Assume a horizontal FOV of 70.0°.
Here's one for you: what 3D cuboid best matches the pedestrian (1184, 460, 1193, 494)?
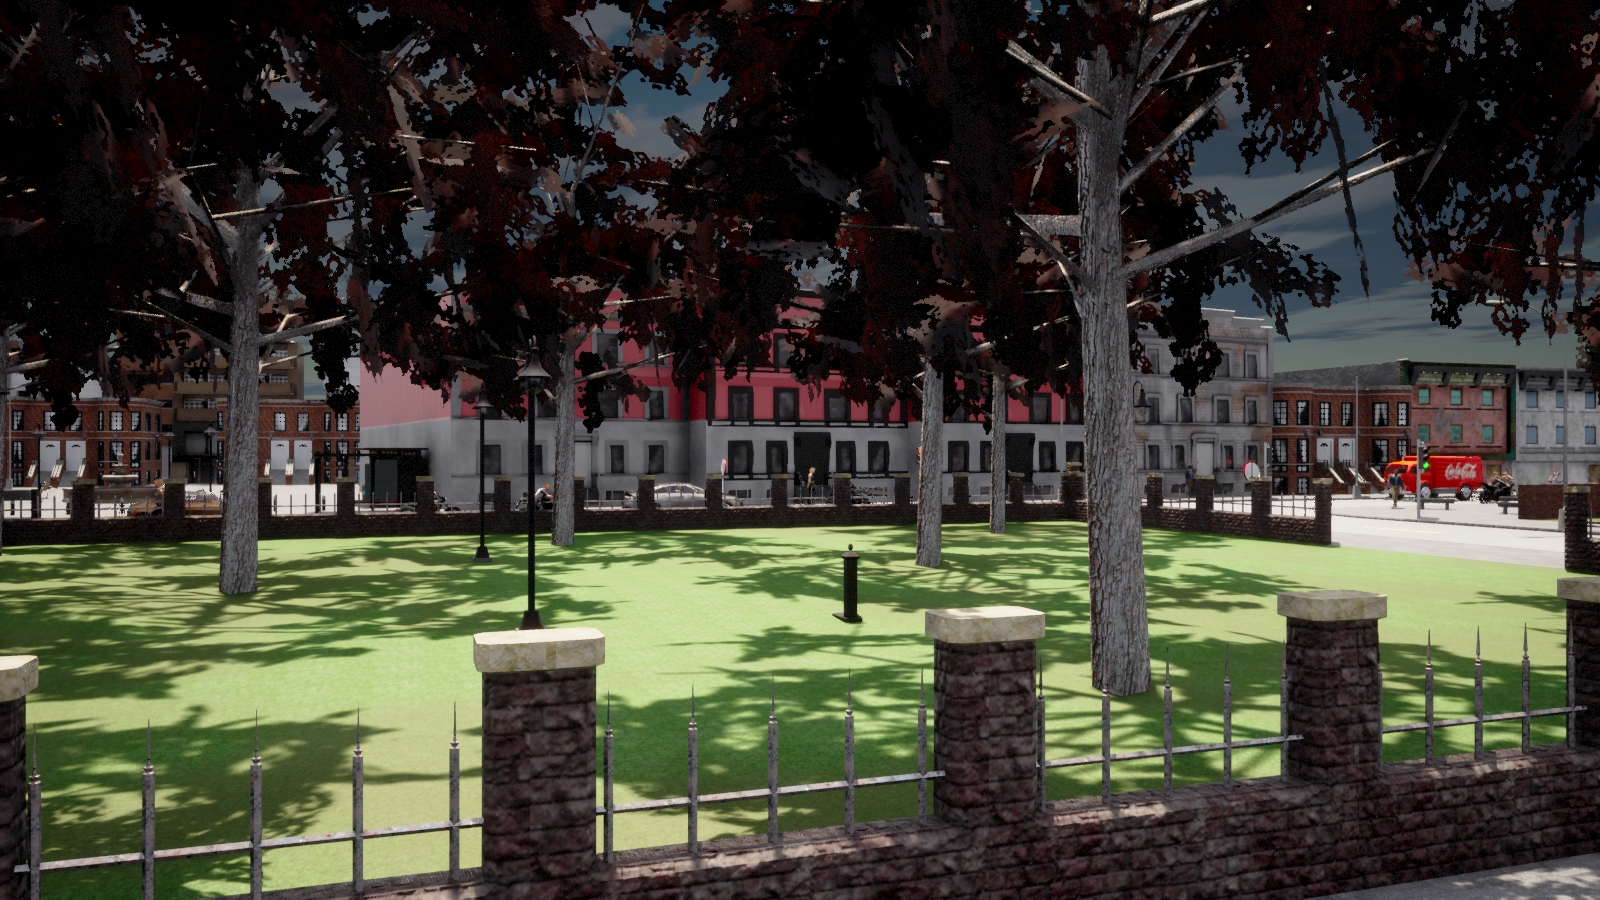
[{"bbox_3d":[21.853,1.523,64.274,0.375,1.860,0.375,0,0,-18],"label":"pedestrian"}]

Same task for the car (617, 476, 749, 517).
[{"bbox_3d":[-4.677,1.827,45.707,4.902,1.511,2.128,0,0,-19],"label":"car"}]

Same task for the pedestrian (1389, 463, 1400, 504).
[{"bbox_3d":[26.921,1.517,51.736,0.375,1.860,0.375,0,0,8],"label":"pedestrian"}]

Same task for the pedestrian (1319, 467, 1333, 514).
[{"bbox_3d":[21.227,1.629,46.074,0.375,1.860,0.375,0,0,-6],"label":"pedestrian"}]

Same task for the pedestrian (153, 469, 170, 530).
[{"bbox_3d":[-19.812,1.523,35.459,0.375,1.860,0.375,0,0,-18],"label":"pedestrian"}]

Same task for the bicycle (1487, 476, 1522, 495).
[{"bbox_3d":[40.458,2.036,65.608,1.487,1.080,0.859,0,0,1],"label":"bicycle"}]

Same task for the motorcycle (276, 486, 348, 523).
[{"bbox_3d":[-17.611,1.950,41.298,2.356,1.277,0.764,0,0,-19],"label":"motorcycle"}]

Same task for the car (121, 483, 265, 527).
[{"bbox_3d":[-21.179,1.898,40.066,4.181,1.385,1.994,0,0,-19],"label":"car"}]

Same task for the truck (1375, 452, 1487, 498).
[{"bbox_3d":[35.004,1.348,63.458,5.204,2.467,2.627,0,0,-19],"label":"truck"}]

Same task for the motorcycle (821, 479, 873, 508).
[{"bbox_3d":[2.155,1.985,52.420,2.209,1.251,0.867,0,0,-19],"label":"motorcycle"}]

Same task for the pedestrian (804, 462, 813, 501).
[{"bbox_3d":[0.404,1.524,55.173,0.375,1.860,0.375,0,0,-3],"label":"pedestrian"}]
